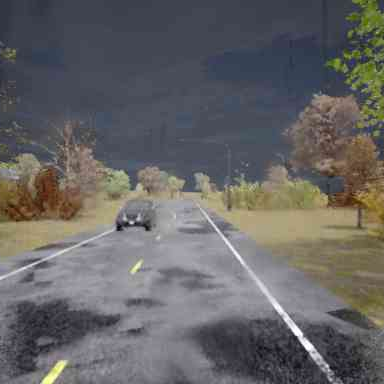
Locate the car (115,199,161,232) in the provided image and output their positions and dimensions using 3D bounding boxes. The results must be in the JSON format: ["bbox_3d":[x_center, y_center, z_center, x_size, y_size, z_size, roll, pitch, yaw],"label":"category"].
[{"bbox_3d":[-3.643,1.528,22.725,2.150,2.045,5.566,0,-1,0],"label":"car"}]

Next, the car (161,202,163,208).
[{"bbox_3d":[-6.578,2.359,63.504,1.994,1.385,4.181,0,-1,-6],"label":"car"}]
